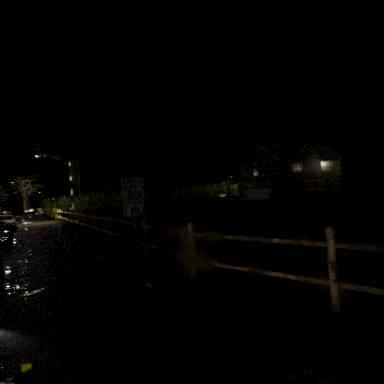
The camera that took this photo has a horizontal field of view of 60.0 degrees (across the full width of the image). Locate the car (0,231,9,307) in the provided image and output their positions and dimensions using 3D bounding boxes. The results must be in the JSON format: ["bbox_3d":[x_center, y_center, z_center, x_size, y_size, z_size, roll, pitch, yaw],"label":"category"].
[{"bbox_3d":[-5.603,1.957,7.790,1.994,1.385,4.181,-4,0,-27],"label":"car"}]

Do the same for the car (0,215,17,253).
[{"bbox_3d":[-10.112,2.189,16.671,1.882,1.535,5.008,-4,0,-27],"label":"car"}]

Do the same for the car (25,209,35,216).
[{"bbox_3d":[-37.554,4.756,77.136,1.895,1.301,4.718,-4,-1,-27],"label":"car"}]

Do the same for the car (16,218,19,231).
[{"bbox_3d":[-16.307,2.717,28.933,1.812,1.442,4.674,-4,0,-27],"label":"car"}]
